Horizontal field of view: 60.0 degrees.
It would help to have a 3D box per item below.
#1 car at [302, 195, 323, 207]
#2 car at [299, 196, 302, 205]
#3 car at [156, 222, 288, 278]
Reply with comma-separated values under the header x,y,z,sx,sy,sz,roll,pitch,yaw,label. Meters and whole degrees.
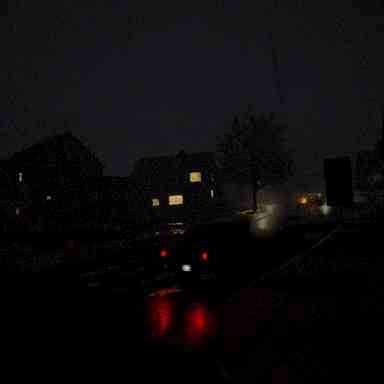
x,y,z,sx,sy,sz,roll,pitch,yaw,label
16.771,1.265,45.764,2.128,1.511,4.902,-4,-1,15,car
19.034,1.257,55.722,1.882,1.535,5.008,-4,-1,12,car
1.184,1.559,9.996,1.895,1.301,4.718,-5,-2,37,car
